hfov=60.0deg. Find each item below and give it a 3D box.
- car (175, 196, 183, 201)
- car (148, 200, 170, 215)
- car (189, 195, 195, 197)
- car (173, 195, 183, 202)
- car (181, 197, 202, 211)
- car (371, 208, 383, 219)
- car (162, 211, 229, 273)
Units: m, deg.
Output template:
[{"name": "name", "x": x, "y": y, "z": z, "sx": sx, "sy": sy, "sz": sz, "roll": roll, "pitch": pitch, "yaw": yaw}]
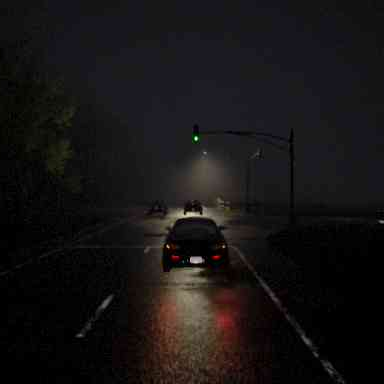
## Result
[{"name": "car", "x": -3.491, "y": 1.630, "z": 90.561, "sx": 1.895, "sy": 1.301, "sz": 4.718, "roll": 0, "pitch": 0, "yaw": 0}, {"name": "car", "x": -3.397, "y": 1.568, "z": 34.323, "sx": 2.033, "sy": 1.411, "sz": 5.357, "roll": 0, "pitch": 0, "yaw": 0}, {"name": "car", "x": 0.009, "y": 1.574, "z": 87.251, "sx": 2.033, "sy": 1.411, "sz": 5.357, "roll": 0, "pitch": 0, "yaw": 0}, {"name": "car", "x": -3.492, "y": 1.389, "z": 80.045, "sx": 2.097, "sy": 1.767, "sz": 4.553, "roll": 0, "pitch": 0, "yaw": 0}, {"name": "car", "x": 0.104, "y": 1.546, "z": 34.900, "sx": 1.812, "sy": 1.442, "sz": 4.674, "roll": 0, "pitch": 0, "yaw": 0}, {"name": "car", "x": 19.092, "y": 1.753, "z": 30.411, "sx": 5.008, "sy": 1.535, "sz": 1.882, "roll": 1, "pitch": -1, "yaw": 0}, {"name": "car", "x": 0.101, "y": 1.533, "z": 10.579, "sx": 1.812, "sy": 1.442, "sz": 4.674, "roll": 0, "pitch": 0, "yaw": 0}]
